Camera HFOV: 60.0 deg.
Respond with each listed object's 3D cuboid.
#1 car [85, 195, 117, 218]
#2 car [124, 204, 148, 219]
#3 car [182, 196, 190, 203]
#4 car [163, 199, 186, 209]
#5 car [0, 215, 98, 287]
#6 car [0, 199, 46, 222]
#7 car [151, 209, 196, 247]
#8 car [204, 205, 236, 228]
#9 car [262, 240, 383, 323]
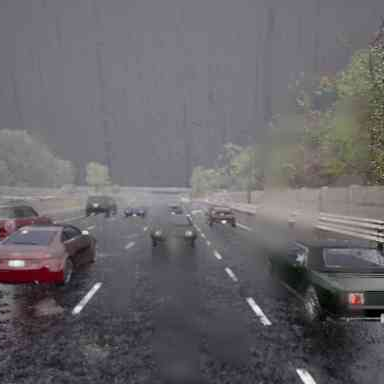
[{"bbox_3d":[-8.791,1.364,32.552,2.150,2.045,5.566,1,-1,-3],"label":"car"},{"bbox_3d":[-5.261,1.803,32.019,1.895,1.301,4.718,1,-1,-3],"label":"car"},{"bbox_3d":[-1.861,2.180,95.545,2.150,2.045,5.566,1,-1,-3],"label":"car"},{"bbox_3d":[-1.842,1.784,33.570,1.837,1.490,4.892,1,-1,-3],"label":"car"},{"bbox_3d":[-4.008,1.578,9.400,1.994,1.385,4.181,1,-1,-3],"label":"car"},{"bbox_3d":[-7.802,1.345,14.631,2.097,1.767,4.553,1,-1,-3],"label":"car"},{"bbox_3d":[-0.861,1.731,15.808,1.895,1.301,4.718,1,-1,-3],"label":"car"},{"bbox_3d":[2.038,1.773,24.943,1.837,1.490,4.892,1,-1,-3],"label":"car"},{"bbox_3d":[3.006,1.724,7.457,1.895,1.301,4.718,1,-1,-3],"label":"car"}]
